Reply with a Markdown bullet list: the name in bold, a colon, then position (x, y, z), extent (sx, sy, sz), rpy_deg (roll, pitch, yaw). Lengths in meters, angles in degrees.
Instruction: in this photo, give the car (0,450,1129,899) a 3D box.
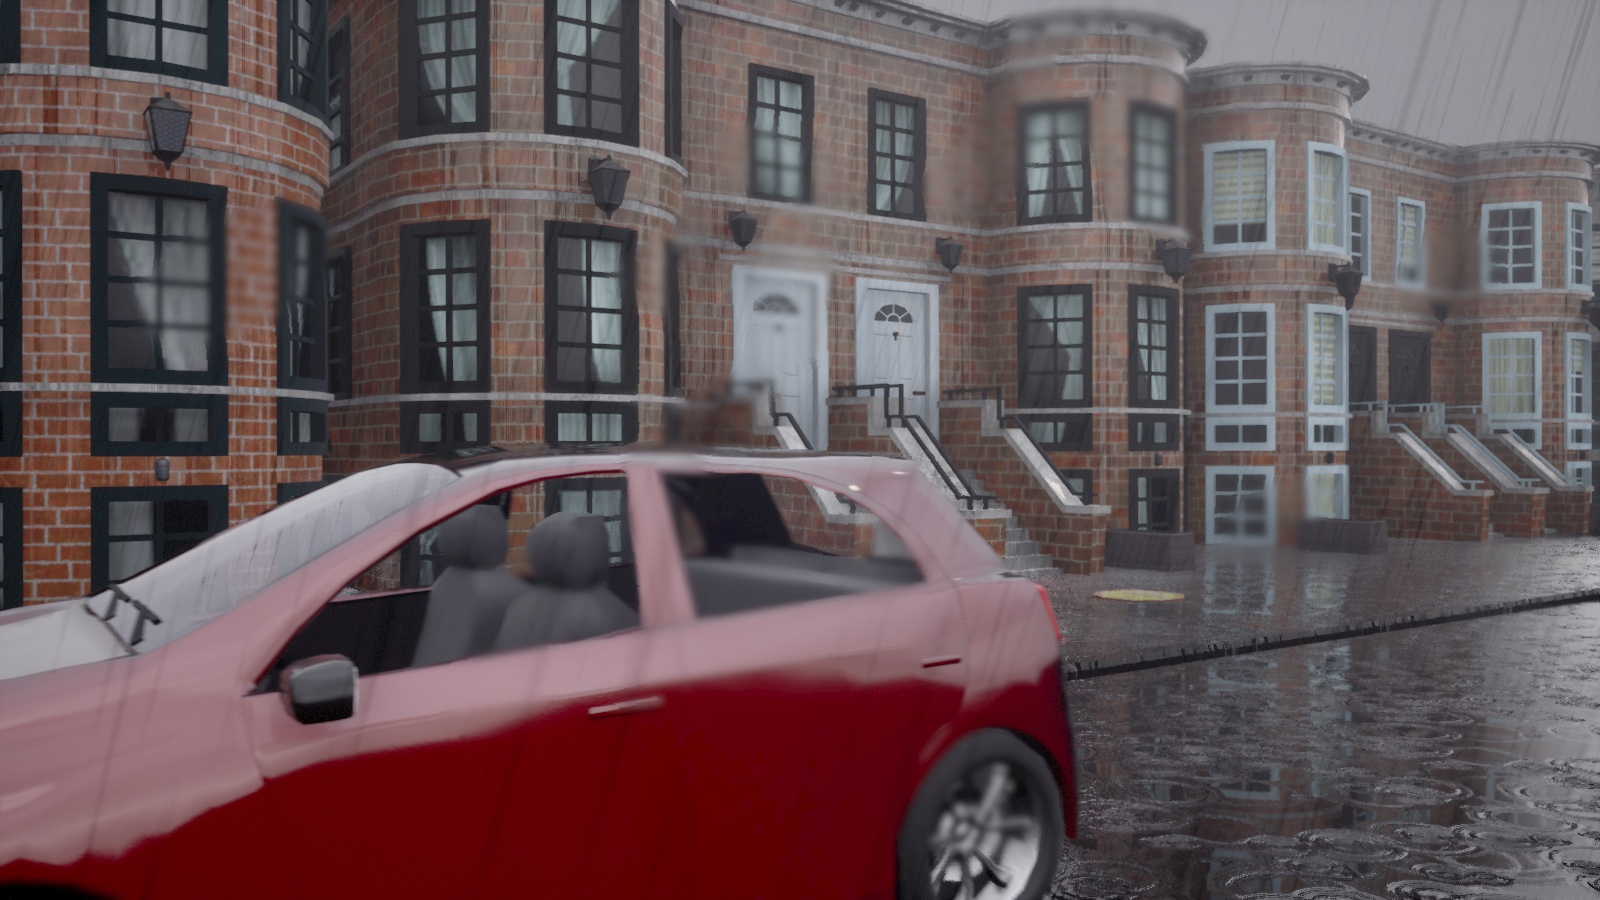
- **car**: position (-1.016, 0.764, 3.561), extent (3.633, 1.501, 1.845), rpy_deg (0, 0, -35)
